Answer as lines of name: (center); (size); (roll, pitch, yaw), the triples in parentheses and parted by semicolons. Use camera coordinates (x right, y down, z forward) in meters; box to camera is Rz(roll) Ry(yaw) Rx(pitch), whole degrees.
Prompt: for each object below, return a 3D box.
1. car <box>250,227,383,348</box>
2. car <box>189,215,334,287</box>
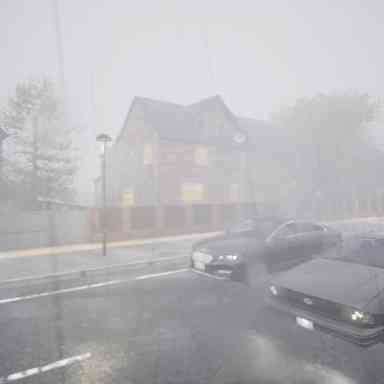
car: (3.813, 1.497, 6.359); (5.357, 1.411, 2.033); (0, 0, -35)
car: (2.187, 1.437, 9.175); (4.902, 1.511, 2.128); (0, 0, -35)
